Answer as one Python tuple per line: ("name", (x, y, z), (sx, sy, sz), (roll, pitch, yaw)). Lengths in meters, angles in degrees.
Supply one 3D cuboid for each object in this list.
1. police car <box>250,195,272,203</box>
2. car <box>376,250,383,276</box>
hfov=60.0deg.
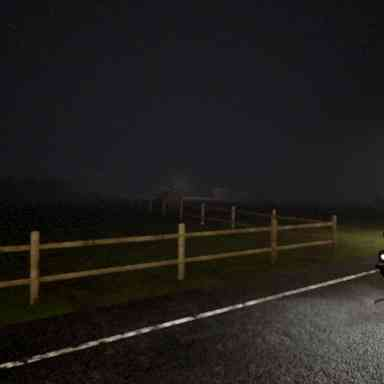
("police car", (14.193, 1.386, 68.361), (2.038, 1.542, 4.974), (2, 0, -32))
("car", (6.947, 1.720, 8.957), (4.718, 1.301, 1.895), (1, 0, -36))
